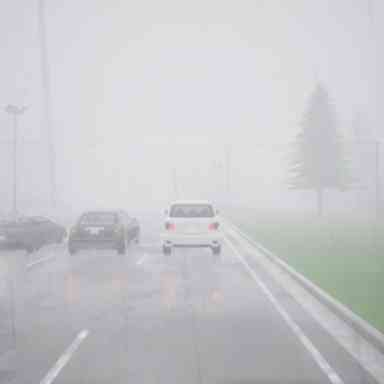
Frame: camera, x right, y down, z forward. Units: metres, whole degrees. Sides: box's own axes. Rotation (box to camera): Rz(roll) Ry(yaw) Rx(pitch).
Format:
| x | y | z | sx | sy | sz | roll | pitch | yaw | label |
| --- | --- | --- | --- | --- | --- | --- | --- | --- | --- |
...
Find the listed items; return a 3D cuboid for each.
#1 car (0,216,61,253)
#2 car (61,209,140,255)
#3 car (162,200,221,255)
| x | y | z | sx | sy | sz | roll | pitch | yaw | label |
| --- | --- | --- | --- | --- | --- | --- | --- | --- | --- |
| -7.002 | 1.698 | 14.285 | 1.994 | 1.385 | 4.181 | 0 | 0 | 0 | car |
| -3.504 | 1.482 | 14.084 | 2.097 | 1.767 | 4.553 | 0 | -1 | 0 | car |
| -0.006 | 1.348 | 14.019 | 2.150 | 2.045 | 5.566 | 0 | 0 | 0 | car |
